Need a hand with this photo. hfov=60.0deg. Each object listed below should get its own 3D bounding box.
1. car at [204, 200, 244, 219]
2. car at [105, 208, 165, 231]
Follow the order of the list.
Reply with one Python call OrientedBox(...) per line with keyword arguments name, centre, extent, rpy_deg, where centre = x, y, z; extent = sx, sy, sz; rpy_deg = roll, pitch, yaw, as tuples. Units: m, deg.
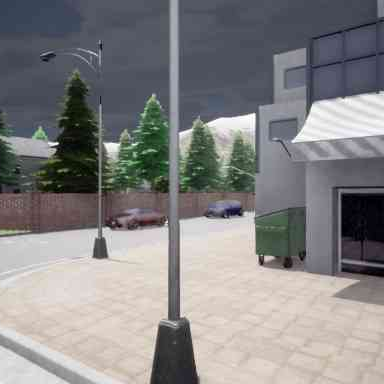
OrientedBox(name="car", centre=(3.015, 1.529, 31.228), extent=(2.097, 1.767, 4.553), rpy_deg=(0, 0, 37))
OrientedBox(name="car", centre=(-3.683, 1.740, 22.187), extent=(1.994, 1.385, 4.181), rpy_deg=(0, 0, 36))
